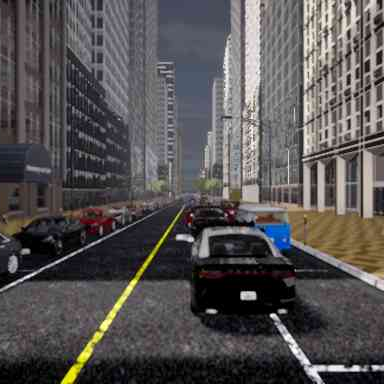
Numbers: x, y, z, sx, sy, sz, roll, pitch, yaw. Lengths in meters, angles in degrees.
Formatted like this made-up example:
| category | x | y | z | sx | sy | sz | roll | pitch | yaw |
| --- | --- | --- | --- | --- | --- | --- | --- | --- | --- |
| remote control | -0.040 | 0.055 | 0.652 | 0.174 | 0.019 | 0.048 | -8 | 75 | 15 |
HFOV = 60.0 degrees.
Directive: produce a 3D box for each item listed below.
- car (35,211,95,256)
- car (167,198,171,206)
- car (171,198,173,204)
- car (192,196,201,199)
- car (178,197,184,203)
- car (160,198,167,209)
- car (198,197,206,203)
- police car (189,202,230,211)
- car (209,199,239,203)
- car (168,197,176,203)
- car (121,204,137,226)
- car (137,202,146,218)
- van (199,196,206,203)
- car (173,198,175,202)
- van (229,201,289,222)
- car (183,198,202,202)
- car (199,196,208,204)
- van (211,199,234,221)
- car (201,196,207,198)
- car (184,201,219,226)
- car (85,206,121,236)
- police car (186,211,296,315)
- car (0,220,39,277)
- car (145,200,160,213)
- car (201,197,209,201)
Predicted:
| category | x | y | z | sx | sy | sz | roll | pitch | yaw |
| --- | --- | --- | --- | --- | --- | --- | --- | --- | --- |
| car | -5.678 | 1.664 | 13.491 | 1.947 | 1.339 | 4.313 | -1 | 0 | 0 |
| car | -5.606 | 2.042 | 64.642 | 1.802 | 1.307 | 4.206 | -1 | 0 | 0 |
| car | -5.599 | 1.940 | 70.327 | 1.967 | 1.590 | 4.097 | -1 | 0 | 0 |
| car | 0.084 | 1.769 | 58.812 | 2.097 | 1.767 | 4.553 | 0 | 0 | 0 |
| car | -2.872 | 2.145 | 90.330 | 1.837 | 1.490 | 4.892 | 0 | -1 | 0 |
| car | -5.622 | 1.931 | 53.275 | 2.008 | 1.369 | 4.403 | -1 | 0 | 0 |
| car | 2.814 | 2.096 | 93.049 | 1.967 | 1.590 | 4.097 | -1 | 0 | 0 |
| police car | 0.925 | 1.553 | 17.939 | 1.930 | 1.638 | 5.238 | 0 | 0 | 0 |
| car | 2.716 | 1.492 | 24.848 | 2.192 | 1.841 | 5.009 | -1 | 0 | 0 |
| car | -5.566 | 2.224 | 93.060 | 1.947 | 1.339 | 4.313 | -1 | 0 | 0 |
| car | -5.663 | 1.730 | 24.858 | 2.008 | 1.369 | 4.403 | -1 | 0 | 0 |
| car | -5.654 | 1.801 | 30.541 | 1.802 | 1.307 | 4.206 | -1 | 0 | 0 |
| van | 2.805 | 1.958 | 87.366 | 1.690 | 1.788 | 3.998 | -1 | 0 | 0 |
| car | -5.582 | 2.103 | 81.524 | 1.752 | 1.417 | 4.829 | -1 | 0 | 0 |
| van | 2.700 | 1.437 | 13.481 | 1.690 | 1.788 | 3.998 | -1 | 0 | 0 |
| car | 0.081 | 1.924 | 45.410 | 1.895 | 1.301 | 4.718 | 0 | 0 | 1 |
| car | 2.796 | 1.892 | 81.684 | 2.192 | 1.841 | 5.009 | -1 | 0 | 0 |
| van | 2.724 | 1.558 | 30.531 | 1.690 | 1.788 | 3.998 | -1 | 0 | 0 |
| car | 2.788 | 1.853 | 76.000 | 2.192 | 1.841 | 5.009 | -1 | 0 | 0 |
| car | 0.677 | 1.648 | 23.927 | 1.882 | 1.535 | 5.008 | 0 | 0 | 7 |
| car | -5.670 | 1.683 | 19.175 | 1.887 | 1.381 | 4.507 | -1 | 0 | 0 |
| police car | 0.911 | 1.482 | 7.939 | 1.930 | 1.638 | 5.238 | 0 | 0 | 0 |
| car | -5.687 | 1.609 | 7.808 | 2.008 | 1.369 | 4.403 | -1 | 0 | 0 |
| car | -5.638 | 1.850 | 41.909 | 2.008 | 1.369 | 4.403 | -1 | 0 | 0 |
| car | 2.759 | 1.928 | 53.263 | 2.008 | 1.369 | 4.403 | -1 | 0 | 0 |
